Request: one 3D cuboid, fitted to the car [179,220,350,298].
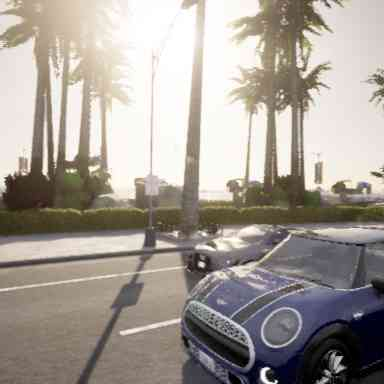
[{"bbox_3d":[1.983,1.581,8.942,4.181,1.385,1.994,1,0,-29],"label":"car"}]

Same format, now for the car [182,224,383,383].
[{"bbox_3d":[2.115,1.375,4.975,4.553,1.767,2.097,1,0,-30],"label":"car"}]
